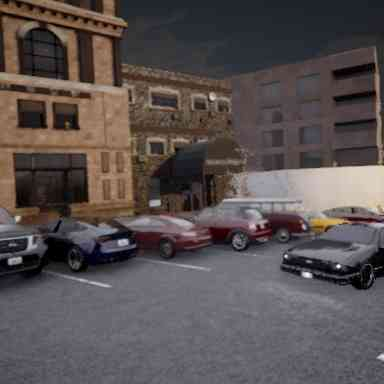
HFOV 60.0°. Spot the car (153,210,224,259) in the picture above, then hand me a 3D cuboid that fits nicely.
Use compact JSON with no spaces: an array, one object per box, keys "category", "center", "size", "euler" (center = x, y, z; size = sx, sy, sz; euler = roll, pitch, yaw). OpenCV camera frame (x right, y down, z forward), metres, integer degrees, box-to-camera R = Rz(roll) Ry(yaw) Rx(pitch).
[{"category":"car","center":[-1.422,1.539,12.561],"size":[4.674,1.452,2.002],"euler":[-1,-1,34]}]

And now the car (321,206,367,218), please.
[{"category":"car","center":[6.021,1.546,17.708],"size":[5.366,1.575,1.946],"euler":[-1,-1,34]}]

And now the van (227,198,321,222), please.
[{"category":"van","center":[3.536,1.299,16.000],"size":[4.442,1.987,1.878],"euler":[-1,-1,34]}]

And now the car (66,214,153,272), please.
[{"category":"car","center":[-3.884,1.525,10.837],"size":[4.792,1.488,2.163],"euler":[-1,-1,34]}]

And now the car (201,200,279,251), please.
[{"category":"car","center":[1.030,1.384,14.291],"size":[4.553,1.767,2.185],"euler":[-1,-1,34]}]

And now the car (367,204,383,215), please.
[{"category":"car","center":[10.743,1.646,21.298],"size":[4.792,1.488,2.163],"euler":[-1,-2,34]}]

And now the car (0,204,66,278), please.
[{"category":"car","center":[-6.267,1.246,9.076],"size":[5.566,2.045,2.435],"euler":[-1,-1,34]}]

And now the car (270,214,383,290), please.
[{"category":"car","center":[4.845,1.560,9.312],"size":[5.357,1.411,2.033],"euler":[0,0,-36]}]
